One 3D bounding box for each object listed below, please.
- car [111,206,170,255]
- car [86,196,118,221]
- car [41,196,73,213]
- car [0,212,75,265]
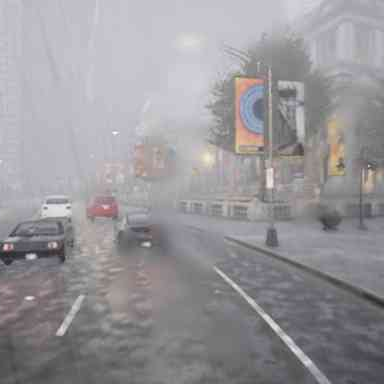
[{"bbox_3d":[-2.169,1.539,13.577,1.837,1.490,4.892,0,0,-15],"label":"car"},{"bbox_3d":[-7.661,1.314,28.213,2.150,2.045,5.566,0,0,-22],"label":"car"},{"bbox_3d":[-10.901,1.333,26.889,2.150,2.045,5.566,0,0,-22],"label":"car"},{"bbox_3d":[-5.373,1.653,12.108,1.895,1.301,4.718,0,0,-15],"label":"car"}]
